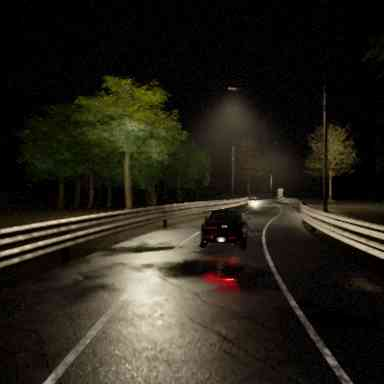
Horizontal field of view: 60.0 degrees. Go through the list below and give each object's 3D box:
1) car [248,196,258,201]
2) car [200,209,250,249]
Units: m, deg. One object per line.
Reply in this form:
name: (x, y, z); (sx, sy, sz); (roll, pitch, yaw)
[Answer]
car: (15.189, 1.562, 84.110); (1.895, 1.301, 4.718); (0, 0, -1)
car: (1.507, 1.513, 14.673); (1.837, 1.490, 4.892); (0, 0, 10)
